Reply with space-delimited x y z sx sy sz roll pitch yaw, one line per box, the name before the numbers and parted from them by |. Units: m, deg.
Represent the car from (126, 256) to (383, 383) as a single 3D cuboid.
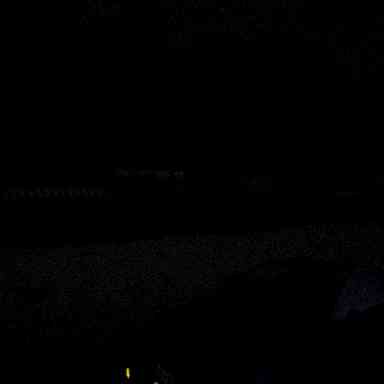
car | 1.362 1.562 4.011 4.181 1.385 1.994 0 0 -35
